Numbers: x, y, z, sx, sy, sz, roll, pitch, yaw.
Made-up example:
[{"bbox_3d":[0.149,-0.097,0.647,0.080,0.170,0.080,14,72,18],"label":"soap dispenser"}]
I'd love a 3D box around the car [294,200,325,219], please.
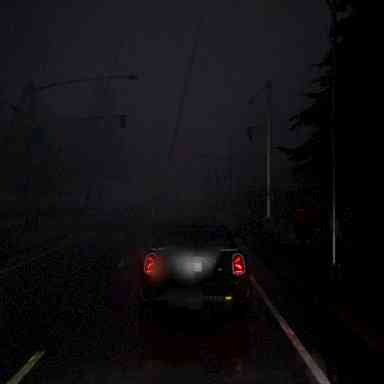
[{"bbox_3d":[9.709,1.336,23.588,4.553,1.767,2.097,0,0,1],"label":"car"}]

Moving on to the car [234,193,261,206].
[{"bbox_3d":[8.490,1.146,51.233,3.866,1.878,1.905,0,0,-1],"label":"car"}]

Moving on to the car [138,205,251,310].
[{"bbox_3d":[0.070,1.352,8.006,2.097,1.767,4.553,0,0,1],"label":"car"}]

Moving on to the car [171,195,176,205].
[{"bbox_3d":[-4.059,1.475,52.754,1.837,1.490,4.892,0,0,0],"label":"car"}]

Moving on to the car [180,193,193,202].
[{"bbox_3d":[-0.860,1.555,73.369,1.895,1.301,4.718,0,0,-7],"label":"car"}]

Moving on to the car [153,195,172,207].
[{"bbox_3d":[-3.998,1.496,43.580,1.812,1.442,4.674,0,0,0],"label":"car"}]

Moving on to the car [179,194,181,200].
[{"bbox_3d":[-2.137,1.158,83.504,2.097,1.767,4.553,0,0,-13],"label":"car"}]

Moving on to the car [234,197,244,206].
[{"bbox_3d":[8.902,1.144,48.722,4.605,1.855,1.932,0,0,-1],"label":"car"}]
